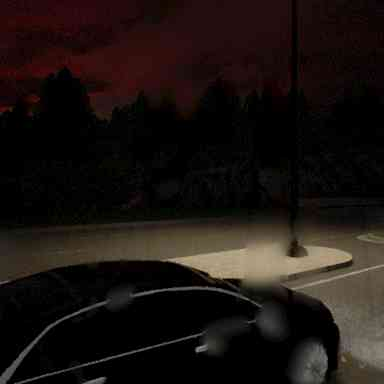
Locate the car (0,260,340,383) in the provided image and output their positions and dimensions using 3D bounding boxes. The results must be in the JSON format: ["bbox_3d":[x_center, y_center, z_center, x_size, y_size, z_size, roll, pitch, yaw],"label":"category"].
[{"bbox_3d":[-0.419,1.504,3.445,4.892,1.490,1.837,0,0,-35],"label":"car"}]
